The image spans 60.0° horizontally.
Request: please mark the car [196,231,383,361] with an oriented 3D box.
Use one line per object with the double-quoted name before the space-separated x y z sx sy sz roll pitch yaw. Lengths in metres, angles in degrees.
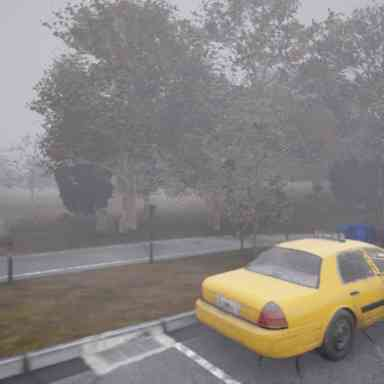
"car" 2.630 1.476 5.921 5.366 1.575 1.946 -1 0 -33
